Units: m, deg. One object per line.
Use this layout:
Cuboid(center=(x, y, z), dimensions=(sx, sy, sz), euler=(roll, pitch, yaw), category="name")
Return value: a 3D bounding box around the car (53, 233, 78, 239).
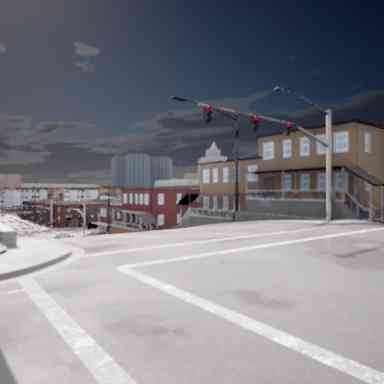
Cuboid(center=(-13.799, 5.157, 35.844), dimensions=(2.033, 1.411, 5.357), euler=(0, -12, -36), category="car")
